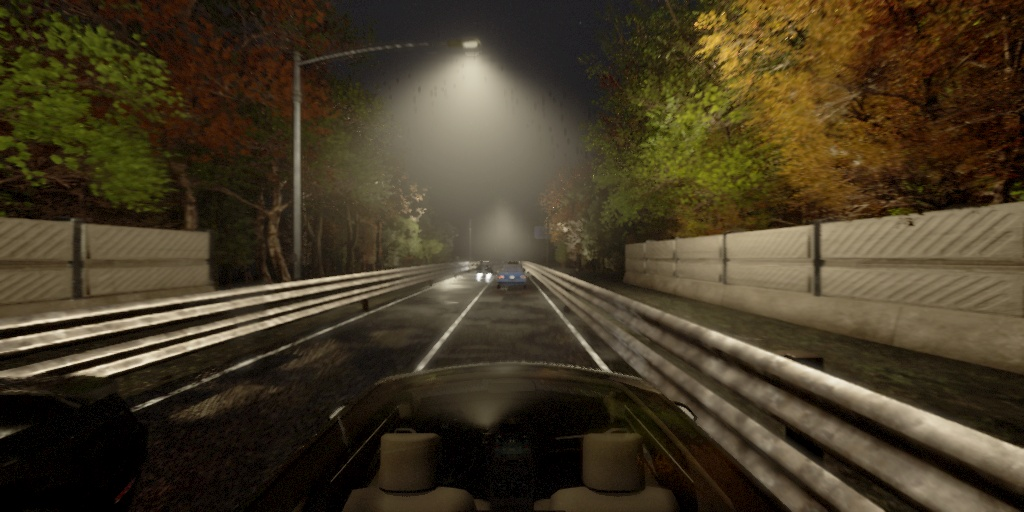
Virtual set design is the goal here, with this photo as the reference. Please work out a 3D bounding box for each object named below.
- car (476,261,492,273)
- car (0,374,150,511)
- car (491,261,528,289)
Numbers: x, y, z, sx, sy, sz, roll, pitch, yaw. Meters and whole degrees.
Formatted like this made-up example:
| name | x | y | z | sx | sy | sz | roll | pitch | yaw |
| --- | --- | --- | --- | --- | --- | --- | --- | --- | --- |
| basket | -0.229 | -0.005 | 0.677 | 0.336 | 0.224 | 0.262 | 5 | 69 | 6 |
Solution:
| name | x | y | z | sx | sy | sz | roll | pitch | yaw |
| --- | --- | --- | --- | --- | --- | --- | --- | --- | --- |
| car | -3.318 | 1.308 | 44.637 | 2.128 | 1.511 | 4.902 | 0 | -1 | 0 |
| car | -3.348 | 1.262 | 0.318 | 1.837 | 1.490 | 4.892 | 0 | 0 | 0 |
| car | 0.006 | 1.239 | 22.587 | 2.033 | 1.411 | 5.357 | 0 | 0 | 0 |
